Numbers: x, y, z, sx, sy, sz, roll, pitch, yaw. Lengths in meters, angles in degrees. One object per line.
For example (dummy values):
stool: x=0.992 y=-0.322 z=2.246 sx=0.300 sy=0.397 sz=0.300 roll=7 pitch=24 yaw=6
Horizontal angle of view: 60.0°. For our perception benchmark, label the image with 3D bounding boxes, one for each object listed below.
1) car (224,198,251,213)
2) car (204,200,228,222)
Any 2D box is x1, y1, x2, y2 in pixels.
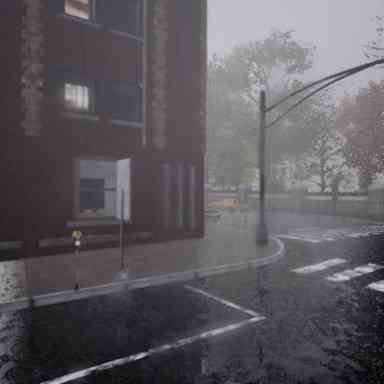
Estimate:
car: x=3.626 y=1.230 z=32.532 sx=1.752 sy=1.417 sz=4.829 roll=2 pitch=0 yaw=-36
car: x=0.203 y=1.319 z=22.991 sx=1.802 sy=1.307 sz=4.206 roll=2 pitch=0 yaw=-36
